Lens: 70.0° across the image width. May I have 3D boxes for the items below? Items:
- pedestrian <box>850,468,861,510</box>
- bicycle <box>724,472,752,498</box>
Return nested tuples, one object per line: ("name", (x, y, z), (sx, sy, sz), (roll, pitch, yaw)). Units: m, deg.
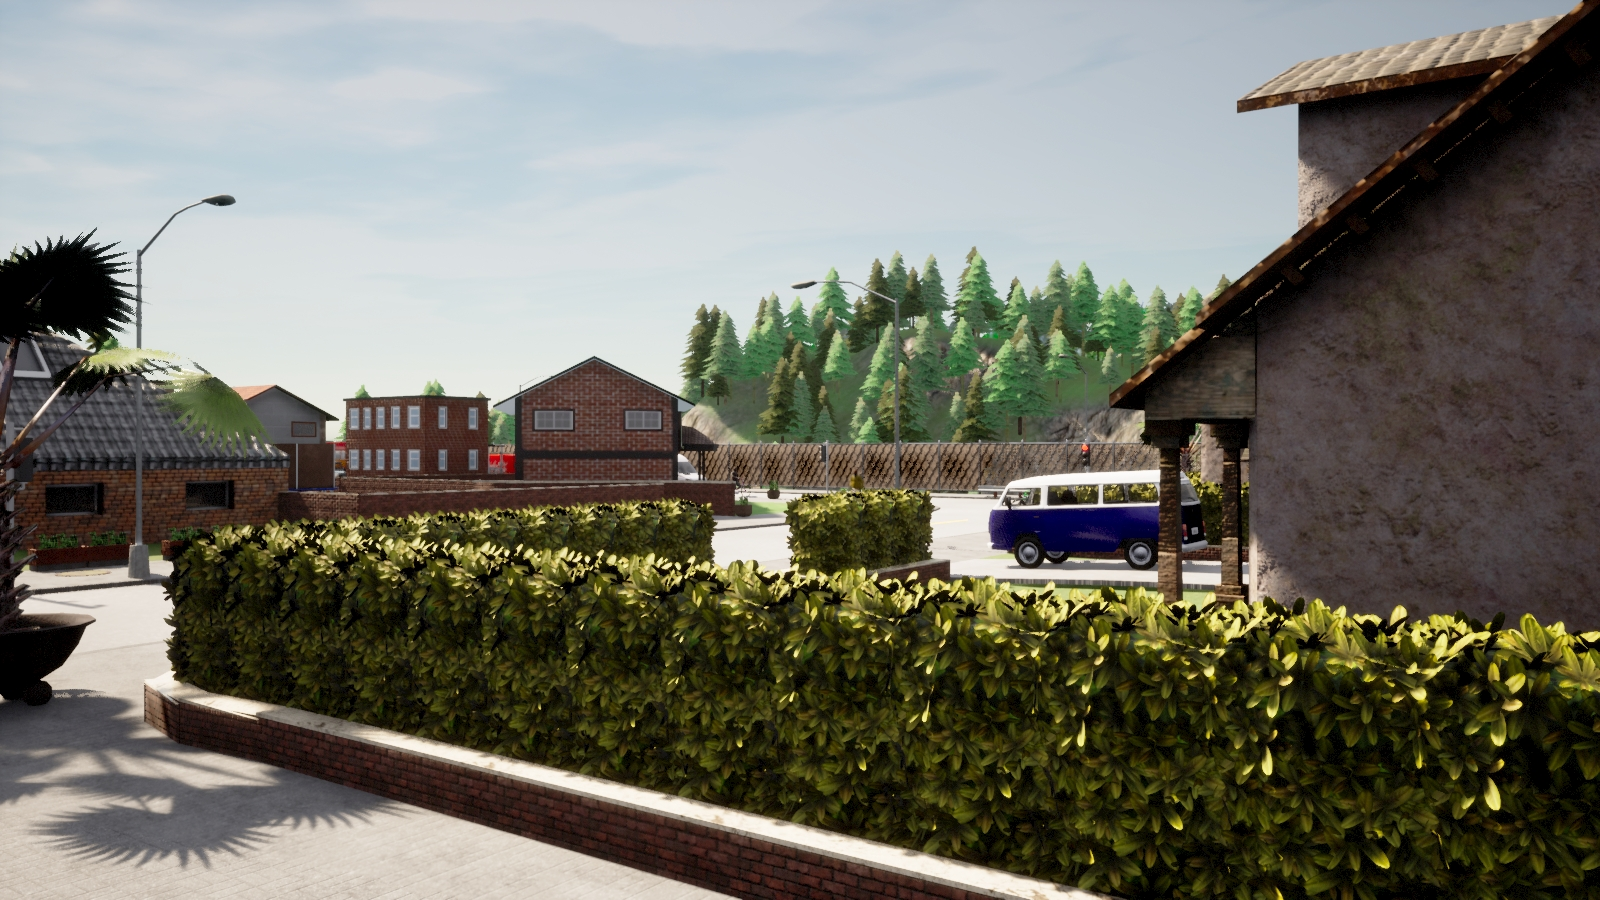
("pedestrian", (2.471, 1.735, 50.747), (0.375, 1.860, 0.375), (0, 0, 24))
("bicycle", (-3.643, 2.044, 67.431), (1.835, 1.471, 0.329), (0, 0, 35))
